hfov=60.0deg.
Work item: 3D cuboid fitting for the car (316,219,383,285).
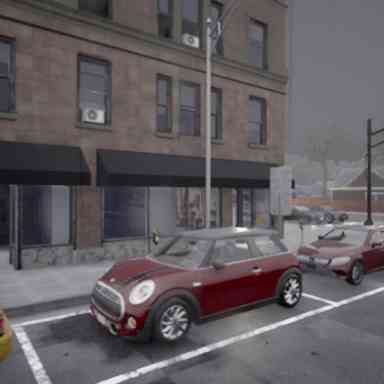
[{"bbox_3d":[4.697,1.638,9.565,4.206,1.307,1.802,0,0,-36],"label":"car"}]

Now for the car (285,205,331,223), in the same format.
[{"bbox_3d":[8.375,1.758,26.806,1.812,1.442,4.674,0,-1,-36],"label":"car"}]

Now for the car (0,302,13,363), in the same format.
[{"bbox_3d":[-4.409,1.513,3.031,4.829,1.417,1.752,0,0,-36],"label":"car"}]

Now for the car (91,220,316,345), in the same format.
[{"bbox_3d":[0.214,1.463,6.348,4.097,1.590,1.967,0,0,-36],"label":"car"}]

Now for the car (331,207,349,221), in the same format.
[{"bbox_3d":[11.142,1.813,28.520,1.994,1.385,4.181,0,-1,-36],"label":"car"}]
